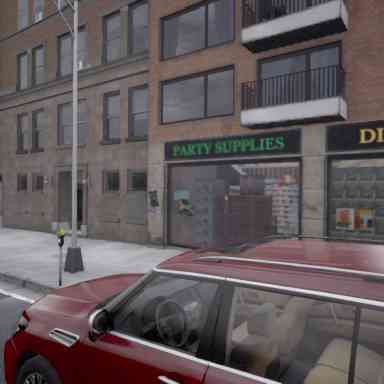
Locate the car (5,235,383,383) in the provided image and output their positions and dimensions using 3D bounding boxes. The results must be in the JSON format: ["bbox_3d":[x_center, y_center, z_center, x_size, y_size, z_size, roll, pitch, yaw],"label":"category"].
[{"bbox_3d":[0.547,1.315,2.676,5.009,1.841,2.192,0,1,35],"label":"car"}]
